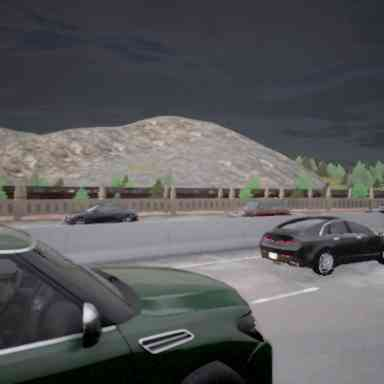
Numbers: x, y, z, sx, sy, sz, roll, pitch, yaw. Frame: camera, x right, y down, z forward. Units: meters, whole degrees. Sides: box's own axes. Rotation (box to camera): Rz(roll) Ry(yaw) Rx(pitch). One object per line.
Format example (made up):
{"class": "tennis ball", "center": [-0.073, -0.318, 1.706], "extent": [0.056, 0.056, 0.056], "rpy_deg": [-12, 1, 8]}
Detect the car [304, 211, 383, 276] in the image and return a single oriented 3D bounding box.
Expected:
{"class": "car", "center": [4.328, 1.505, 10.291], "extent": [4.892, 1.490, 1.837], "rpy_deg": [0, 0, -29]}

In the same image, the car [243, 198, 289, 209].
{"class": "car", "center": [4.417, 1.325, 22.358], "extent": [4.553, 1.767, 2.097], "rpy_deg": [0, 0, -26]}

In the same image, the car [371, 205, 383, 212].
{"class": "car", "center": [13.618, 1.574, 22.585], "extent": [5.357, 1.411, 2.033], "rpy_deg": [0, 0, -21]}

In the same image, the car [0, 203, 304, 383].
{"class": "car", "center": [-1.893, 1.203, 2.324], "extent": [5.566, 2.045, 2.150], "rpy_deg": [0, 0, -35]}
